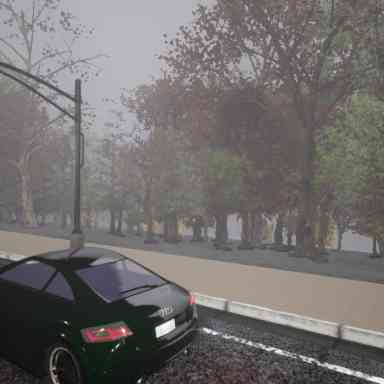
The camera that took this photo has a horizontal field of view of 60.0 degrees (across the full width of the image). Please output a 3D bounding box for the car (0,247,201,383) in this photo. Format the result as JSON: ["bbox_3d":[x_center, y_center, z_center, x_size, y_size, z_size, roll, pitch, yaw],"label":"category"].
[{"bbox_3d":[-1.939,1.563,5.069,4.181,1.385,1.994,0,0,36],"label":"car"}]
